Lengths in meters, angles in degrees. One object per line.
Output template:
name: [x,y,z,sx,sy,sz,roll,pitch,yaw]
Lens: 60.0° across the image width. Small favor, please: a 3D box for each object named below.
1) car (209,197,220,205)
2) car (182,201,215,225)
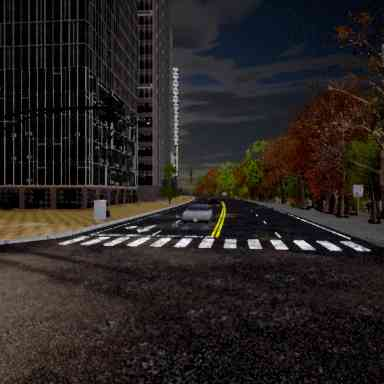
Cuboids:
car: [4.096,1.527,60.129,1.994,1.385,4.181,0,0,4]
car: [0.472,1.607,24.638,1.895,1.301,4.718,0,0,7]
